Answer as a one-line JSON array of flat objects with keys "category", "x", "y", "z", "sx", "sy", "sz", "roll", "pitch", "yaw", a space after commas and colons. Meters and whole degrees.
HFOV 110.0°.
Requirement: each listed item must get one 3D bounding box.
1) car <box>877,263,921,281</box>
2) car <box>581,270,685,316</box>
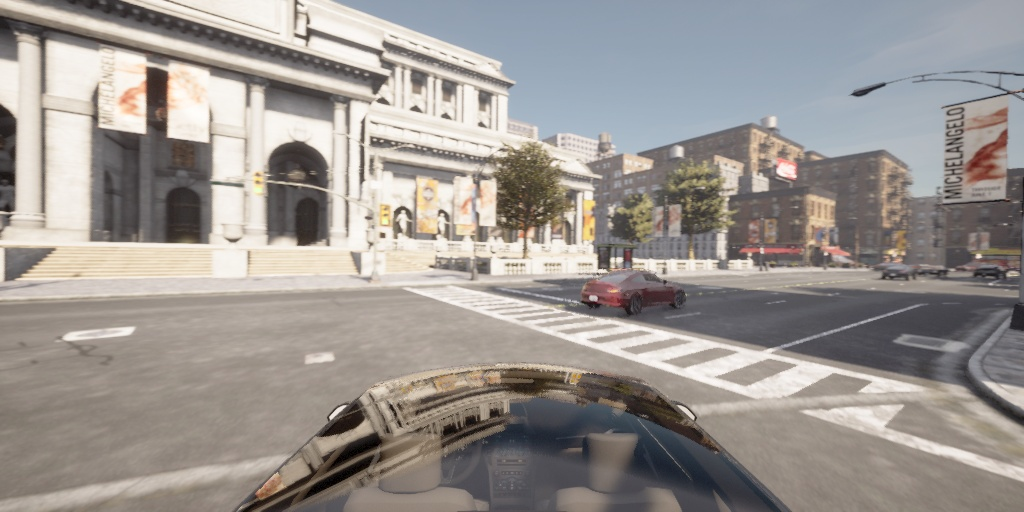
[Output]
[{"category": "car", "x": 37.597, "y": 1.593, "z": 34.805, "sx": 4.674, "sy": 1.442, "sz": 1.812, "roll": 1, "pitch": 1, "yaw": -33}, {"category": "car", "x": 4.499, "y": 1.239, "z": 13.176, "sx": 4.674, "sy": 1.442, "sz": 1.812, "roll": 1, "pitch": 0, "yaw": -38}]
